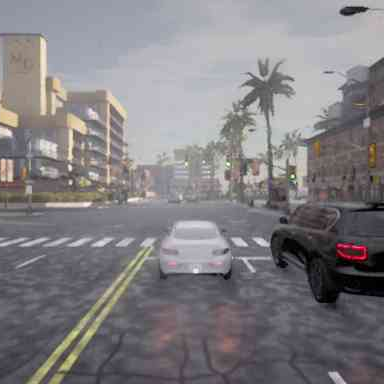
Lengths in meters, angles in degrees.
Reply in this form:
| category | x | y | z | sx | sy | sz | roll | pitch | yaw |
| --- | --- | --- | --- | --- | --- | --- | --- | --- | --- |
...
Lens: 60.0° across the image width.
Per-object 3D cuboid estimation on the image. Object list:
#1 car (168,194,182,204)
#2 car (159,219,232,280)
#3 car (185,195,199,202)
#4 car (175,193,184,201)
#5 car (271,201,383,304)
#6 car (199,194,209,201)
| category | x | y | z | sx | sy | sz | roll | pitch | yaw |
| --- | --- | --- | --- | --- | --- | --- | --- | --- | --- |
| car | -3.517 | 1.622 | 64.291 | 1.994 | 1.385 | 4.181 | 0 | 0 | 0 |
| car | 0.088 | 1.535 | 9.832 | 1.812 | 1.442 | 4.674 | 0 | 0 | 0 |
| car | -0.020 | 1.594 | 75.617 | 2.128 | 1.511 | 4.902 | 0 | 0 | 0 |
| car | -3.520 | 1.608 | 74.469 | 2.033 | 1.411 | 5.357 | 0 | 0 | 0 |
| car | 3.590 | 1.227 | 8.294 | 2.150 | 2.045 | 5.566 | 0 | 0 | 0 |
| car | 3.333 | 1.439 | 91.682 | 2.097 | 1.767 | 4.553 | 0 | 0 | -4 |
